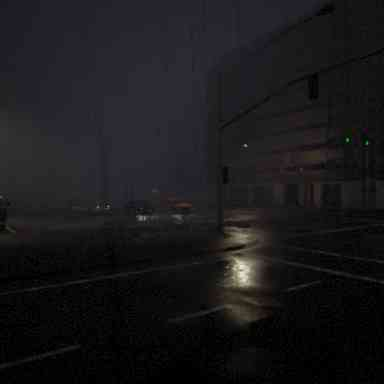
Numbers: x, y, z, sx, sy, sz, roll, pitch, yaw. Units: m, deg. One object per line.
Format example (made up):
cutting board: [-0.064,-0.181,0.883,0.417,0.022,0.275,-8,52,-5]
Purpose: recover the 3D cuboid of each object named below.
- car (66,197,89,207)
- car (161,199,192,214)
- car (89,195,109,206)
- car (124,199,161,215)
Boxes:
car: [-18.678,1.570,53.165,2.033,1.411,5.357,0,0,-35]
car: [-1.955,1.493,35.442,1.882,1.535,5.008,0,0,-35]
car: [-15.284,1.366,54.405,2.097,1.767,4.553,0,0,-35]
car: [-5.441,1.527,34.310,1.837,1.490,4.892,0,0,-35]
